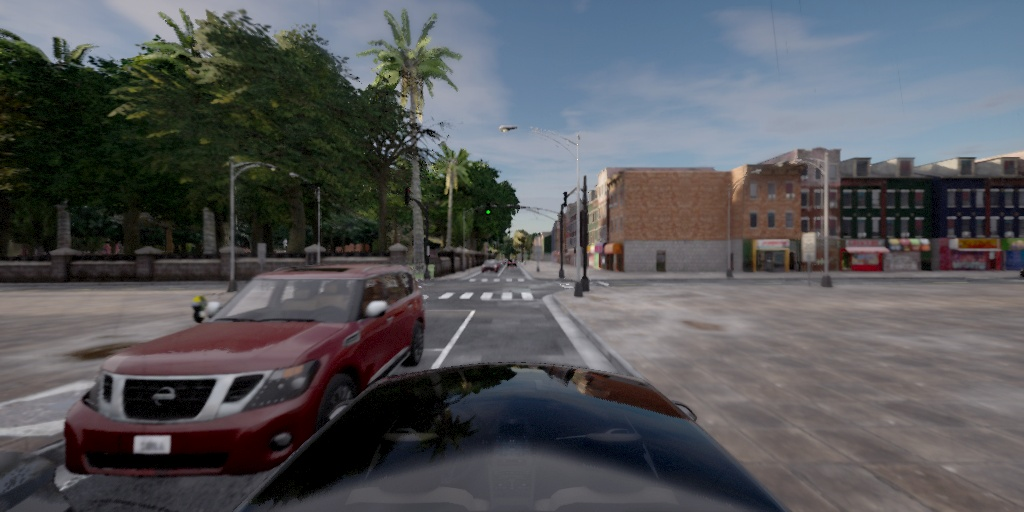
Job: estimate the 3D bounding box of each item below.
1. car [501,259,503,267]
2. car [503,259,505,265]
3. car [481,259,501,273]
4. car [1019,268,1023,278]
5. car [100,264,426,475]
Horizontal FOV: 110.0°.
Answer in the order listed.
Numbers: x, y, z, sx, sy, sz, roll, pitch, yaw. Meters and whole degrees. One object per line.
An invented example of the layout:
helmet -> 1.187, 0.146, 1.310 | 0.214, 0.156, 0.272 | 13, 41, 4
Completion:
car -> -2.639, 1.216, 48.979 | 1.967, 1.591, 4.097 | 0, 0, 0
car -> -2.640, 1.392, 60.357 | 1.802, 1.307, 4.207 | 0, 0, 0
car -> -2.640, 1.203, 43.292 | 1.967, 1.591, 4.097 | 0, 0, 0
car -> 39.415, 1.000, 25.514 | 4.892, 1.490, 1.837 | 0, 0, 0
car -> -2.638, 1.060, 5.145 | 2.192, 1.841, 5.009 | 0, 0, 0
